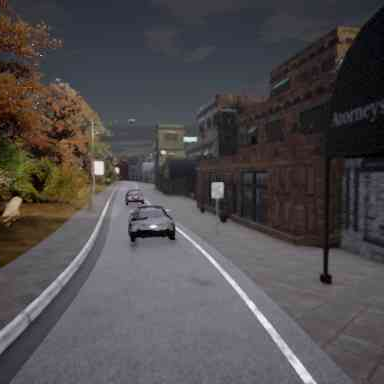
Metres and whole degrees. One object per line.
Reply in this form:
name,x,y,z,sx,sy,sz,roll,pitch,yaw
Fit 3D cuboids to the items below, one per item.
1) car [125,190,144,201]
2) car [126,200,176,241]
car,-5.909,0.496,34.308,2.033,1.411,5.357,-1,3,-12
car,-1.951,1.318,15.525,1.994,1.385,4.181,-1,2,-11
